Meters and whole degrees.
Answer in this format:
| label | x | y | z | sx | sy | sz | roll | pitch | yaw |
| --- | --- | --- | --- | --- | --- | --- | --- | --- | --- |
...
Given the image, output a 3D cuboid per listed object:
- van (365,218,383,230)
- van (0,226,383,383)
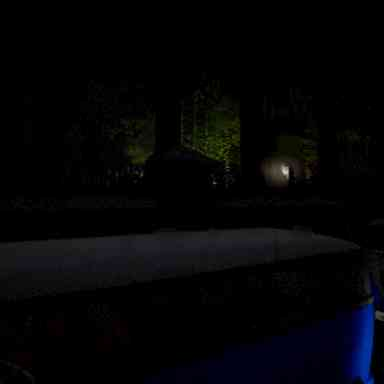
| label | x | y | z | sx | sy | sz | roll | pitch | yaw |
| --- | --- | --- | --- | --- | --- | --- | --- | --- | --- |
| van | 4.569 | 1.335 | 6.034 | 3.998 | 1.788 | 1.690 | 1 | 1 | -34 |
| van | -0.119 | 1.264 | 2.867 | 3.998 | 1.788 | 1.690 | 1 | 1 | -34 |
